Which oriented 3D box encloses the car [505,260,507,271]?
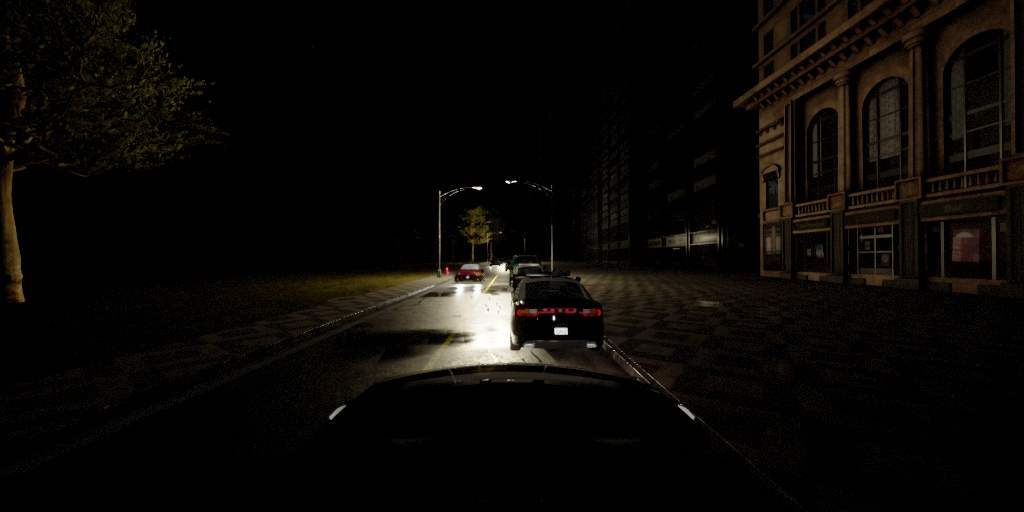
[{"bbox_3d":[0.021,1.253,46.607,2.033,1.411,5.357,0,0,1],"label":"car"}]

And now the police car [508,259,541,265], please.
[{"bbox_3d":[0.899,1.170,19.156,1.930,1.638,5.238,0,0,0],"label":"police car"}]

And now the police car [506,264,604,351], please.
[{"bbox_3d":[0.900,1.175,9.155,1.930,1.638,5.238,0,0,0],"label":"police car"}]

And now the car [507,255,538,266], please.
[{"bbox_3d":[0.897,0.963,25.076,2.150,2.045,5.566,0,0,0],"label":"car"}]

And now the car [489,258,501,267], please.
[{"bbox_3d":[-3.002,1.172,64.247,1.837,1.490,4.892,0,0,0],"label":"car"}]

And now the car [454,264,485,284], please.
[{"bbox_3d":[-3.099,1.301,27.093,1.994,1.385,4.181,0,0,0],"label":"car"}]
